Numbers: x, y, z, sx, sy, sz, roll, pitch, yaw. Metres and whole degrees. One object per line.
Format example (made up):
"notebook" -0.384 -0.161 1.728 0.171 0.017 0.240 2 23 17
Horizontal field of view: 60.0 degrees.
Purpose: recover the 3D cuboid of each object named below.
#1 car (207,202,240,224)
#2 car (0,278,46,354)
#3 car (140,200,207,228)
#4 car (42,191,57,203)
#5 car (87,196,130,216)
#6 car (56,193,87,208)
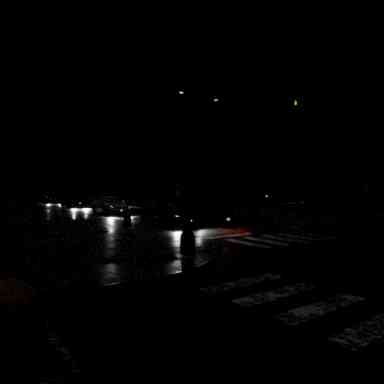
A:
"car" 0.918 1.298 21.928 1.895 1.301 4.718 0 1 -36
"car" -4.263 1.525 3.620 4.829 1.417 1.752 0 0 -35
"car" -1.454 1.227 19.741 1.812 1.442 4.674 0 1 -37
"car" -18.403 0.682 43.569 1.837 1.490 4.892 0 1 -32
"car" -6.669 1.060 27.030 1.812 1.442 4.674 0 1 -35
"car" -12.431 0.921 35.078 1.994 1.385 4.181 0 1 -36
